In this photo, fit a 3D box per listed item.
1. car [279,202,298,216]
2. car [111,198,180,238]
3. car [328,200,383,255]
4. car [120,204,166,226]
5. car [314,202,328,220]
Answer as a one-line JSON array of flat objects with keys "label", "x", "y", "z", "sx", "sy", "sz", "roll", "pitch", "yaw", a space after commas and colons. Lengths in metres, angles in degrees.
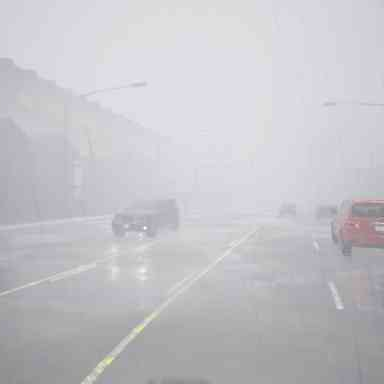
[{"label": "car", "x": 10.425, "y": 1.826, "z": 35.925, "sx": 2.033, "sy": 1.411, "sz": 5.357, "roll": 0, "pitch": 0, "yaw": 17}, {"label": "car", "x": -2.418, "y": 1.359, "z": 19.065, "sx": 2.150, "sy": 2.045, "sz": 5.566, "roll": 0, "pitch": -1, "yaw": 17}, {"label": "car", "x": 7.079, "y": 1.332, "z": 13.616, "sx": 2.150, "sy": 2.045, "sz": 5.566, "roll": 0, "pitch": -1, "yaw": 17}, {"label": "car", "x": -3.750, "y": 1.714, "z": 26.454, "sx": 1.812, "sy": 1.442, "sz": 4.674, "roll": 0, "pitch": 0, "yaw": 17}, {"label": "car", "x": 12.501, "y": 1.721, "z": 30.861, "sx": 1.882, "sy": 1.535, "sz": 5.008, "roll": 0, "pitch": -1, "yaw": 18}]
